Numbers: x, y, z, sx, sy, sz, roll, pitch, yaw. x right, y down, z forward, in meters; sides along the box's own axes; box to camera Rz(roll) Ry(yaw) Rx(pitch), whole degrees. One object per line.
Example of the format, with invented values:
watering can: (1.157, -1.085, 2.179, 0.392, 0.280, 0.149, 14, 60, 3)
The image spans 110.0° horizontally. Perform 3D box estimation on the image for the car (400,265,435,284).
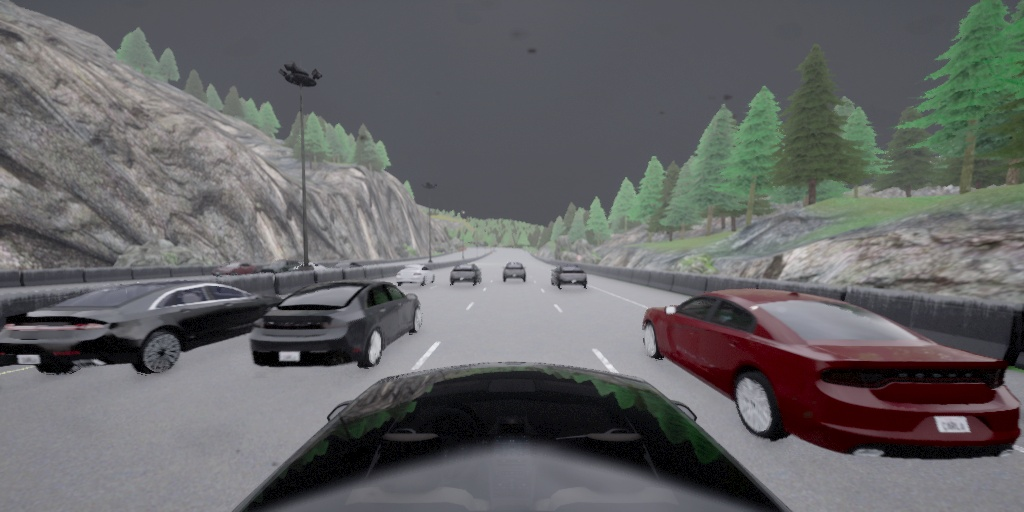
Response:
car: (-6.814, 1.347, 25.520, 1.812, 1.442, 4.674, 0, 0, 0)

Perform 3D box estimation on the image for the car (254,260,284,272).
car: (-24.462, 1.219, 38.041, 2.097, 1.767, 4.553, 0, 0, 0)

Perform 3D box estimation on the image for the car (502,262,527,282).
car: (0.202, 1.323, 30.150, 2.128, 1.511, 4.902, 0, 0, 0)

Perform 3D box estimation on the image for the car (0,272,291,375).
car: (-6.877, 1.262, 7.538, 2.128, 1.511, 4.902, 0, 0, 0)

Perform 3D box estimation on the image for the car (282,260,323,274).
car: (-20.969, 1.387, 36.777, 1.812, 1.442, 4.674, 0, 0, 0)

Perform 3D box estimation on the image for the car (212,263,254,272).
car: (-27.961, 1.390, 36.395, 1.812, 1.442, 4.674, 0, 0, 0)

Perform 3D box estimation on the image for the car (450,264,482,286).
car: (-3.312, 1.313, 26.252, 2.128, 1.511, 4.902, 0, 0, 0)

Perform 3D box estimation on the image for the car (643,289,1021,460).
car: (3.616, 1.236, 5.412, 1.882, 1.535, 5.008, 0, 0, 0)

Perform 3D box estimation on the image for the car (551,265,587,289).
car: (3.679, 1.302, 23.640, 2.128, 1.511, 4.902, 0, 0, 0)

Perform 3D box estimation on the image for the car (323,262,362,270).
car: (-17.465, 1.367, 37.744, 1.837, 1.490, 4.892, 0, 0, 0)

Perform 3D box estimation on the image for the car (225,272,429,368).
car: (-3.376, 1.275, 7.873, 1.837, 1.490, 4.892, 0, 0, 0)
